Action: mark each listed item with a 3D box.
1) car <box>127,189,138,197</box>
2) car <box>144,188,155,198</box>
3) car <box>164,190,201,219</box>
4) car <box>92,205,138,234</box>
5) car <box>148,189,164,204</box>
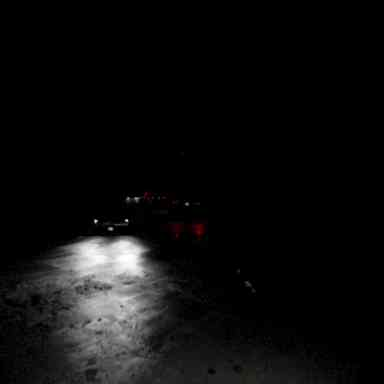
[{"bbox_3d":[-11.580,0.227,64.208,1.812,1.442,4.674,-1,2,-16],"label":"car"},{"bbox_3d":[-7.657,0.069,62.344,2.097,1.767,4.553,-1,2,-16],"label":"car"},{"bbox_3d":[-0.670,0.866,25.412,2.150,2.045,5.566,-1,1,-7],"label":"car"},{"bbox_3d":[-4.016,1.403,17.874,1.895,1.301,4.718,0,1,-5],"label":"car"},{"bbox_3d":[-4.554,0.775,45.094,2.033,1.411,5.357,-1,2,-8],"label":"car"}]
